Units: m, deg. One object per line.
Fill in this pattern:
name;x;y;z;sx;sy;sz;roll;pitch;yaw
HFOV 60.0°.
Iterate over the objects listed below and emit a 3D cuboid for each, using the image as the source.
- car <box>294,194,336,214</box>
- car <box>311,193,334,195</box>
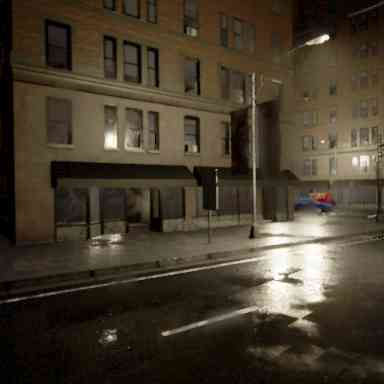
car;11.618;1.331;33.511;1.882;1.535;5.008;-1;1;-44
car;14.299;1.068;39.047;2.192;1.841;5.009;0;1;-44
